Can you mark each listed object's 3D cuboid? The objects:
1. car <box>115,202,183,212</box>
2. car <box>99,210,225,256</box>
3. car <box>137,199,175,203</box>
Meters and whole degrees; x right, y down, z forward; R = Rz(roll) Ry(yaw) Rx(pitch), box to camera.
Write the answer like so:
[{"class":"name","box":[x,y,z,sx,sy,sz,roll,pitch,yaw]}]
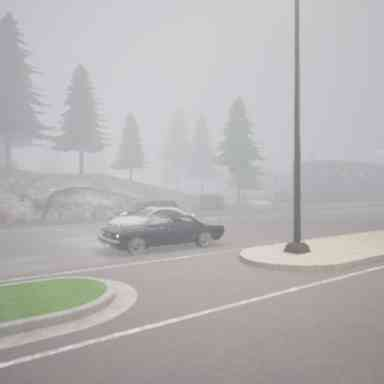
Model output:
[{"class":"car","box":[-1.849,1.459,16.612,4.674,1.442,1.812,0,0,-34]},{"class":"car","box":[-1.096,1.548,12.930,4.718,1.301,1.895,0,0,-33]},{"class":"car","box":[-2.711,1.272,20.259,4.553,1.767,2.097,0,0,-34]}]
